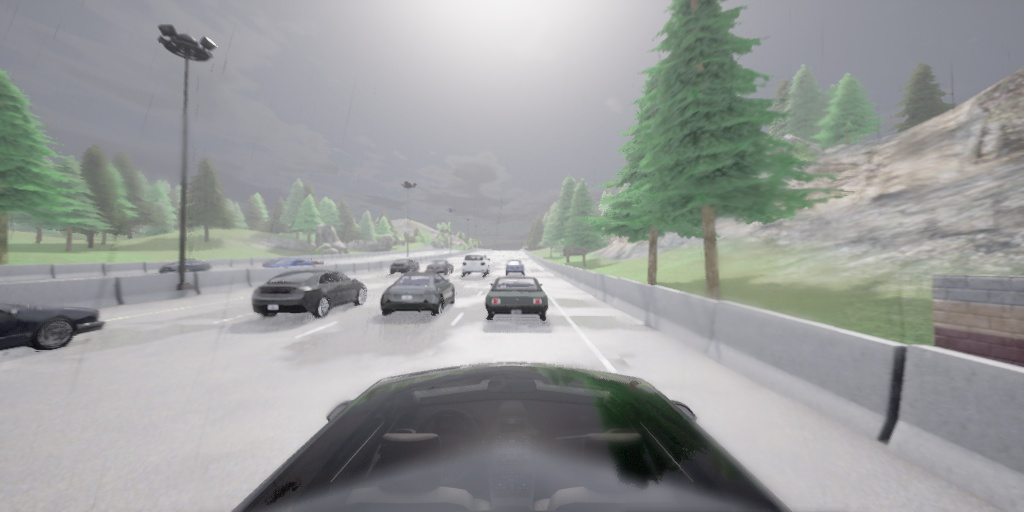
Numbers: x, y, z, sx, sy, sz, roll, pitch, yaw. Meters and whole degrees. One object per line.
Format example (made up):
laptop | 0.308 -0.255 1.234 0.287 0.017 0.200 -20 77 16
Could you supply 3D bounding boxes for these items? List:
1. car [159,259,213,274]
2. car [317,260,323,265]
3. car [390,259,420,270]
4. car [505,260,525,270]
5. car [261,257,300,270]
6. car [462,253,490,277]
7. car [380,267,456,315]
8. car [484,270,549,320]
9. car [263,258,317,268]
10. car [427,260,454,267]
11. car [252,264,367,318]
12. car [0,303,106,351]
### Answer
car | -31.418 0.996 34.646 1.994 1.385 4.181 0 1 0
car | -24.365 0.941 42.267 1.895 1.301 4.718 0 1 1
car | -10.231 1.017 34.495 1.837 1.490 4.892 0 1 0
car | 0.268 1.098 34.310 2.033 1.411 5.357 0 1 0
car | -27.851 0.875 43.306 1.994 1.385 4.181 0 1 1
car | -3.239 0.781 32.804 2.150 2.045 5.566 0 1 0
car | -3.341 1.285 13.433 1.994 1.385 4.181 0 0 0
car | 0.148 1.337 12.613 1.895 1.301 4.718 0 0 0
car | -20.928 0.959 33.752 1.882 1.535 5.008 0 1 0
car | -6.734 1.080 33.811 2.033 1.411 5.357 0 1 0
car | -6.845 1.216 12.714 1.837 1.490 4.892 0 0 0
car | -10.384 1.259 5.809 2.033 1.411 5.357 0 0 0
